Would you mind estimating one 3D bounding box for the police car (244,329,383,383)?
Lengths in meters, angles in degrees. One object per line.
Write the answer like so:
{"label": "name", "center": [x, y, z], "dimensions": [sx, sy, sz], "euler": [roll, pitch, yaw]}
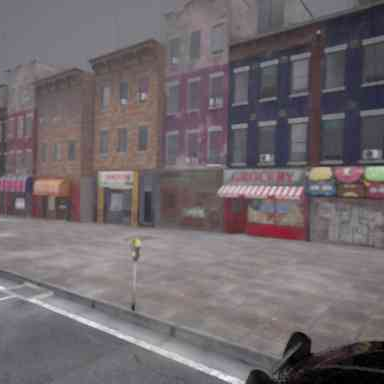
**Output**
{"label": "police car", "center": [2.657, 1.456, 1.274], "dimensions": [5.238, 1.638, 1.930], "euler": [0, 0, 37]}
